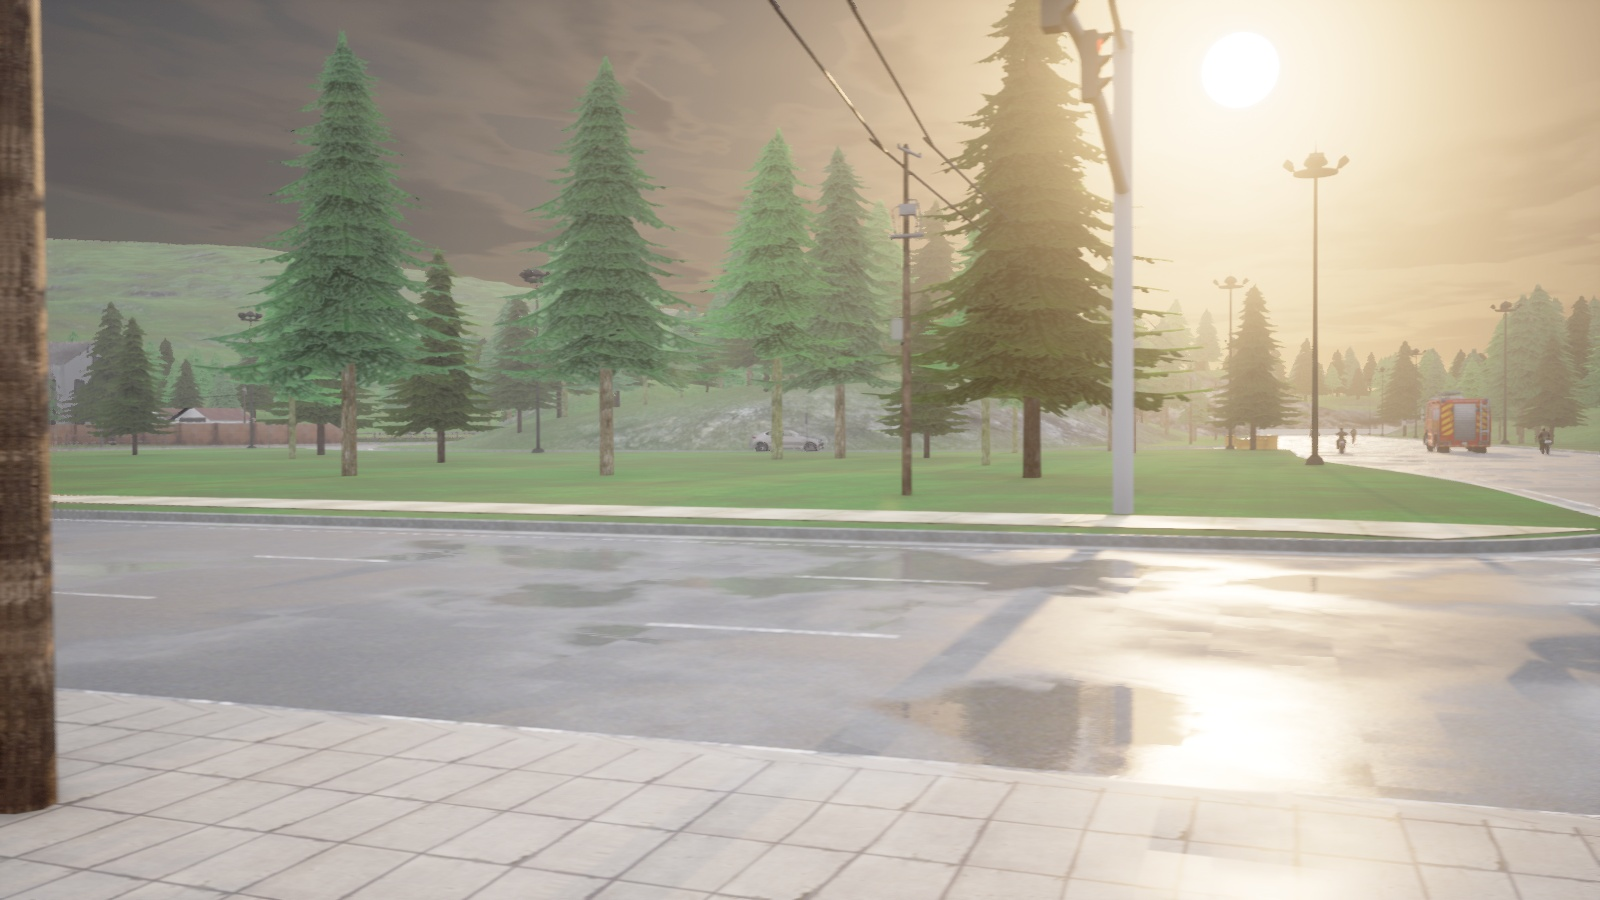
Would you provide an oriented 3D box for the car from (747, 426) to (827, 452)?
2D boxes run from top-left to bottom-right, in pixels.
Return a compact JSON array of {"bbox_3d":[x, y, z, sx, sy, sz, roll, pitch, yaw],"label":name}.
[{"bbox_3d":[-0.854,-0.735,83.987,5.027,1.651,2.152,0,1,8],"label":"car"}]

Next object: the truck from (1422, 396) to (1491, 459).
[{"bbox_3d":[42.181,-1.465,80.924,2.891,3.827,8.468,1,1,20],"label":"truck"}]
